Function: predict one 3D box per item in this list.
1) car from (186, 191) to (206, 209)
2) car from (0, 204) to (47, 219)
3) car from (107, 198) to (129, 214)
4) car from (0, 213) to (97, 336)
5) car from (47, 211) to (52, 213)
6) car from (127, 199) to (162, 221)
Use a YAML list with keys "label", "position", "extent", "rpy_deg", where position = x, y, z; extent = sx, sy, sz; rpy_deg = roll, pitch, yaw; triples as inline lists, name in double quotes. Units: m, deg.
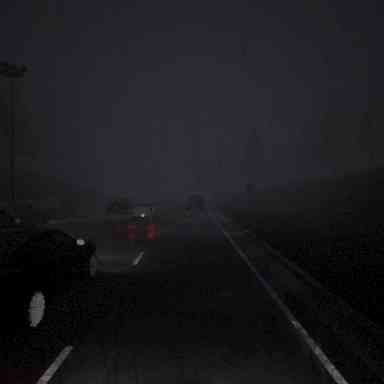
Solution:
- label: "car"
  position: [0.375, 1.124, 40.358]
  extent: [2.097, 1.767, 4.553]
  rpy_deg: [0, 0, 2]
- label: "car"
  position: [-6.898, 1.290, 10.926]
  extent: [2.097, 1.767, 4.553]
  rpy_deg: [0, 0, 0]
- label: "car"
  position: [-6.835, 1.295, 32.452]
  extent: [1.882, 1.535, 5.008]
  rpy_deg: [0, 0, 1]
- label: "car"
  position: [-3.399, 1.439, 6.698]
  extent: [1.882, 1.535, 5.008]
  rpy_deg: [0, 0, 0]
- label: "car"
  position: [-10.398, 1.433, 20.281]
  extent: [2.033, 1.411, 5.357]
  rpy_deg: [0, 0, 0]
- label: "car"
  position: [-3.392, 1.383, 25.351]
  extent: [1.812, 1.442, 4.674]
  rpy_deg: [0, 0, 0]
